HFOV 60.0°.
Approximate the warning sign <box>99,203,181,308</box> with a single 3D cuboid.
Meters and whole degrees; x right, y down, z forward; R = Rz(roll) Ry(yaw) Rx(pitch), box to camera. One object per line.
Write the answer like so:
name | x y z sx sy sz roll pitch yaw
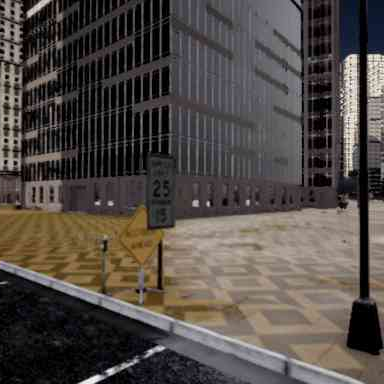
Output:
warning sign | -1.050 1.188 6.869 1.060 1.860 1.300 0 -1 40
